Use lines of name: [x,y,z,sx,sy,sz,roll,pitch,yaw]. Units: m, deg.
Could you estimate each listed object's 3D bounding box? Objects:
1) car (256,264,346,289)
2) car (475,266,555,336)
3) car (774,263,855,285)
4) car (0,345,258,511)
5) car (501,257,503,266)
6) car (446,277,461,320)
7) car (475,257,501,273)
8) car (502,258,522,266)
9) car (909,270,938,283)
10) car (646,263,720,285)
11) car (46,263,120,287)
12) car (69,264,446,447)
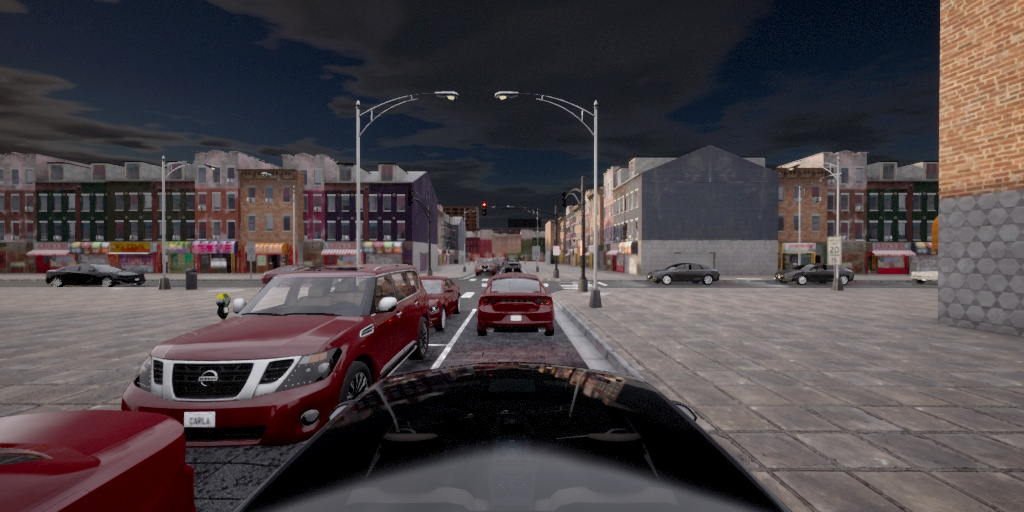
car: [-13.348,1.278,22.881,4.674,1.442,1.812,0,0,-1]
car: [0.093,1.227,10.445,1.882,1.535,5.008,0,0,0]
car: [21.609,1.277,25.744,4.892,1.490,1.837,0,0,0]
car: [-2.638,1.295,0.115,1.888,1.381,4.507,0,0,0]
car: [-2.657,1.081,48.245,2.192,1.841,5.009,0,0,0]
car: [-2.642,1.294,10.982,1.888,1.381,4.507,0,0,0]
car: [-2.652,1.072,37.391,2.192,1.841,5.009,0,0,0]
car: [0.095,1.266,42.461,1.837,1.490,4.892,0,0,0]
car: [31.770,1.390,25.727,4.718,1.301,1.895,0,0,0]
car: [12.218,1.264,25.757,4.892,1.490,1.837,0,0,0]
car: [-26.406,1.220,22.862,5.008,1.535,1.882,0,0,0]
car: [-2.640,1.064,5.548,2.192,1.841,5.009,0,0,0]
